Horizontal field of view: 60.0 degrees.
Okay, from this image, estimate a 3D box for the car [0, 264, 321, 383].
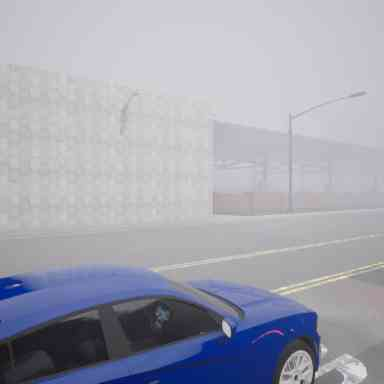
[{"bbox_3d":[-0.776,1.478,3.196,5.008,1.535,1.882,0,0,-36],"label":"car"}]
